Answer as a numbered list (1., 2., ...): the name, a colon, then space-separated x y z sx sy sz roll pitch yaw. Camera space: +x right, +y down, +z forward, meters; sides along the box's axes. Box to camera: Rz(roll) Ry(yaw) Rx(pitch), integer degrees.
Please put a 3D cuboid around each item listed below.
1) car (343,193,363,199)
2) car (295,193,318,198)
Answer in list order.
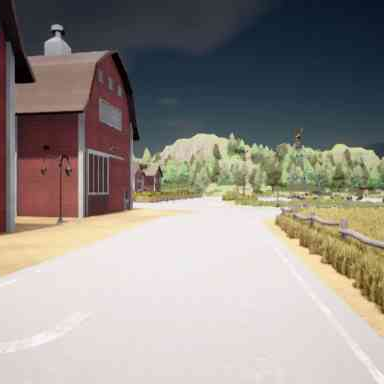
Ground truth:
1. car: 41.634 1.278 85.097 3.866 1.878 1.905 0 0 9
2. car: 26.910 1.272 77.178 4.605 1.855 1.932 0 0 9
